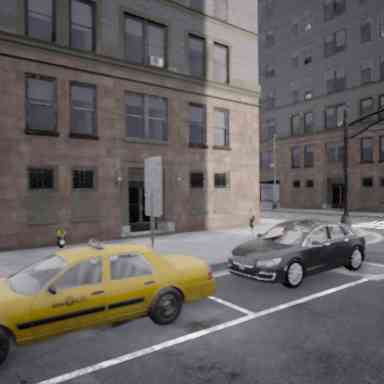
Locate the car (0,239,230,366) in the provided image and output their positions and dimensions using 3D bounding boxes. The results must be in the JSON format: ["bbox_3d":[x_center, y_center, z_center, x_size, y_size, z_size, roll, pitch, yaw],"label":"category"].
[{"bbox_3d":[-1.832,1.504,5.458,4.829,1.417,1.752,-1,0,-36],"label":"car"}]

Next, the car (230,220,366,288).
[{"bbox_3d":[2.919,1.454,8.848,4.403,1.369,2.008,-1,1,-36],"label":"car"}]
